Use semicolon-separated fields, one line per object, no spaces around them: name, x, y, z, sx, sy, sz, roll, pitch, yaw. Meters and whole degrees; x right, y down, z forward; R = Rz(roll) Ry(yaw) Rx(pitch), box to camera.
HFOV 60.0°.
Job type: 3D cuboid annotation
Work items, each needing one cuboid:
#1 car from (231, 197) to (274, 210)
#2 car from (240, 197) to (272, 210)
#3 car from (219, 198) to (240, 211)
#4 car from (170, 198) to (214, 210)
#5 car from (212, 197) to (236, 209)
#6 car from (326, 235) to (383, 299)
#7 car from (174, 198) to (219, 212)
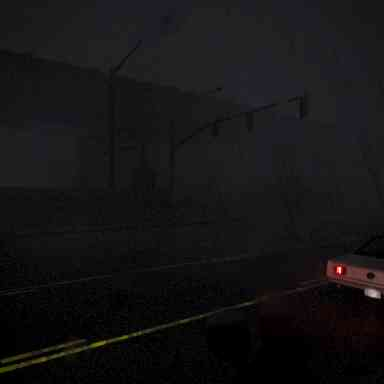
car;7.762;1.452;42.863;4.974;1.542;2.038;0;0;-7
car;7.710;1.295;42.856;4.536;1.218;1.853;0;0;-7
car;3.852;1.452;39.103;2.038;1.542;4.974;0;0;18
car;0.056;1.295;36.425;4.536;1.218;1.853;0;0;8
car;3.868;1.295;39.152;1.853;1.218;4.536;0;0;18
car;5.180;1.601;7.470;4.718;1.301;1.895;0;0;-35
car;0.107;1.452;36.418;4.974;1.542;2.038;0;0;8
